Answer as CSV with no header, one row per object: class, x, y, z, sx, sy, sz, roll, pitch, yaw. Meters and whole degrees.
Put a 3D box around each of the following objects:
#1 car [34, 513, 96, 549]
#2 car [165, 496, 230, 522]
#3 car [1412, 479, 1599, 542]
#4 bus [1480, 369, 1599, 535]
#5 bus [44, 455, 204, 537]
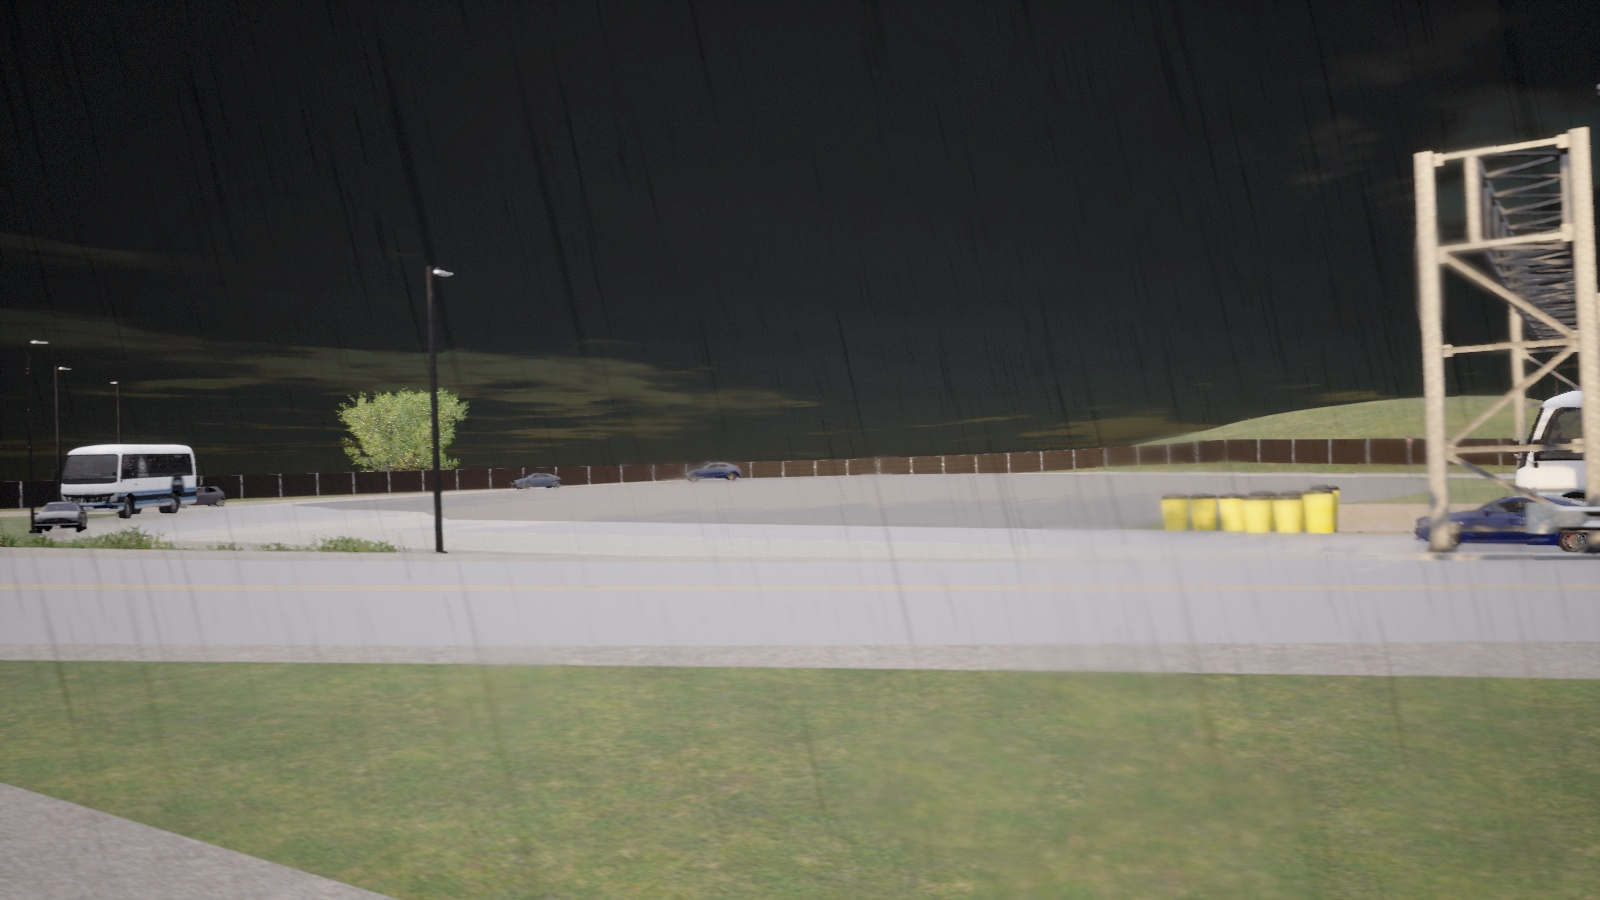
car,-34.615,3.777,59.242,2.033,1.411,5.357,-2,-1,-25
car,-41.993,4.104,87.583,1.845,1.501,3.633,-5,-1,44
car,18.266,1.539,31.910,4.674,1.442,1.812,-2,0,33
bus,23.694,-0.065,32.549,10.273,4.253,3.944,-2,0,33
bus,-39.419,2.517,73.853,3.944,4.253,10.273,-2,0,-2
